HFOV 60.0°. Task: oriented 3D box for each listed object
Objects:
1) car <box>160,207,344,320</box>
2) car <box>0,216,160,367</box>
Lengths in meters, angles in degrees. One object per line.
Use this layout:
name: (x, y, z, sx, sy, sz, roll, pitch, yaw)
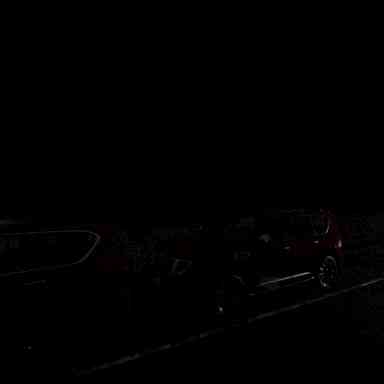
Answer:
car: (1.417, 1.314, 7.530, 5.009, 1.841, 2.192, 0, 0, -35)
car: (-3.180, 1.315, 4.262, 5.009, 1.841, 2.192, 0, 0, -35)
